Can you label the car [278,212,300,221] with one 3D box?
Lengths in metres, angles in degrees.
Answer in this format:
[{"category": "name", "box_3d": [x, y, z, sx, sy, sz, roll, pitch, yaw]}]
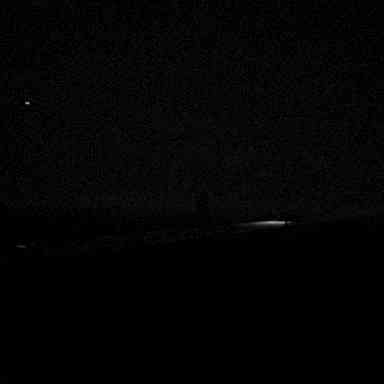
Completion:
[{"category": "car", "box_3d": [14.509, 3.622, 49.568, 1.895, 1.301, 4.718, -2, -3, 35]}]
